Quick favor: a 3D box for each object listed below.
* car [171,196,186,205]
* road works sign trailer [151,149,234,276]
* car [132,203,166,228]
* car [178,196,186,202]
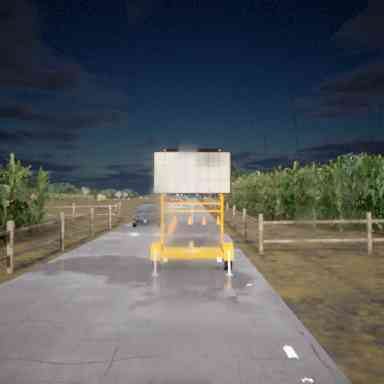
[{"bbox_3d":[-2.767,1.515,63.581,2.097,1.767,4.553,0,0,1],"label":"car"},{"bbox_3d":[0.007,0.465,10.347,2.380,3.560,2.880,0,0,0],"label":"road works sign trailer"},{"bbox_3d":[-2.834,1.515,22.542,1.837,1.490,4.892,0,0,0],"label":"car"},{"bbox_3d":[-2.700,1.826,88.572,1.837,1.490,4.892,0,-1,0],"label":"car"}]
